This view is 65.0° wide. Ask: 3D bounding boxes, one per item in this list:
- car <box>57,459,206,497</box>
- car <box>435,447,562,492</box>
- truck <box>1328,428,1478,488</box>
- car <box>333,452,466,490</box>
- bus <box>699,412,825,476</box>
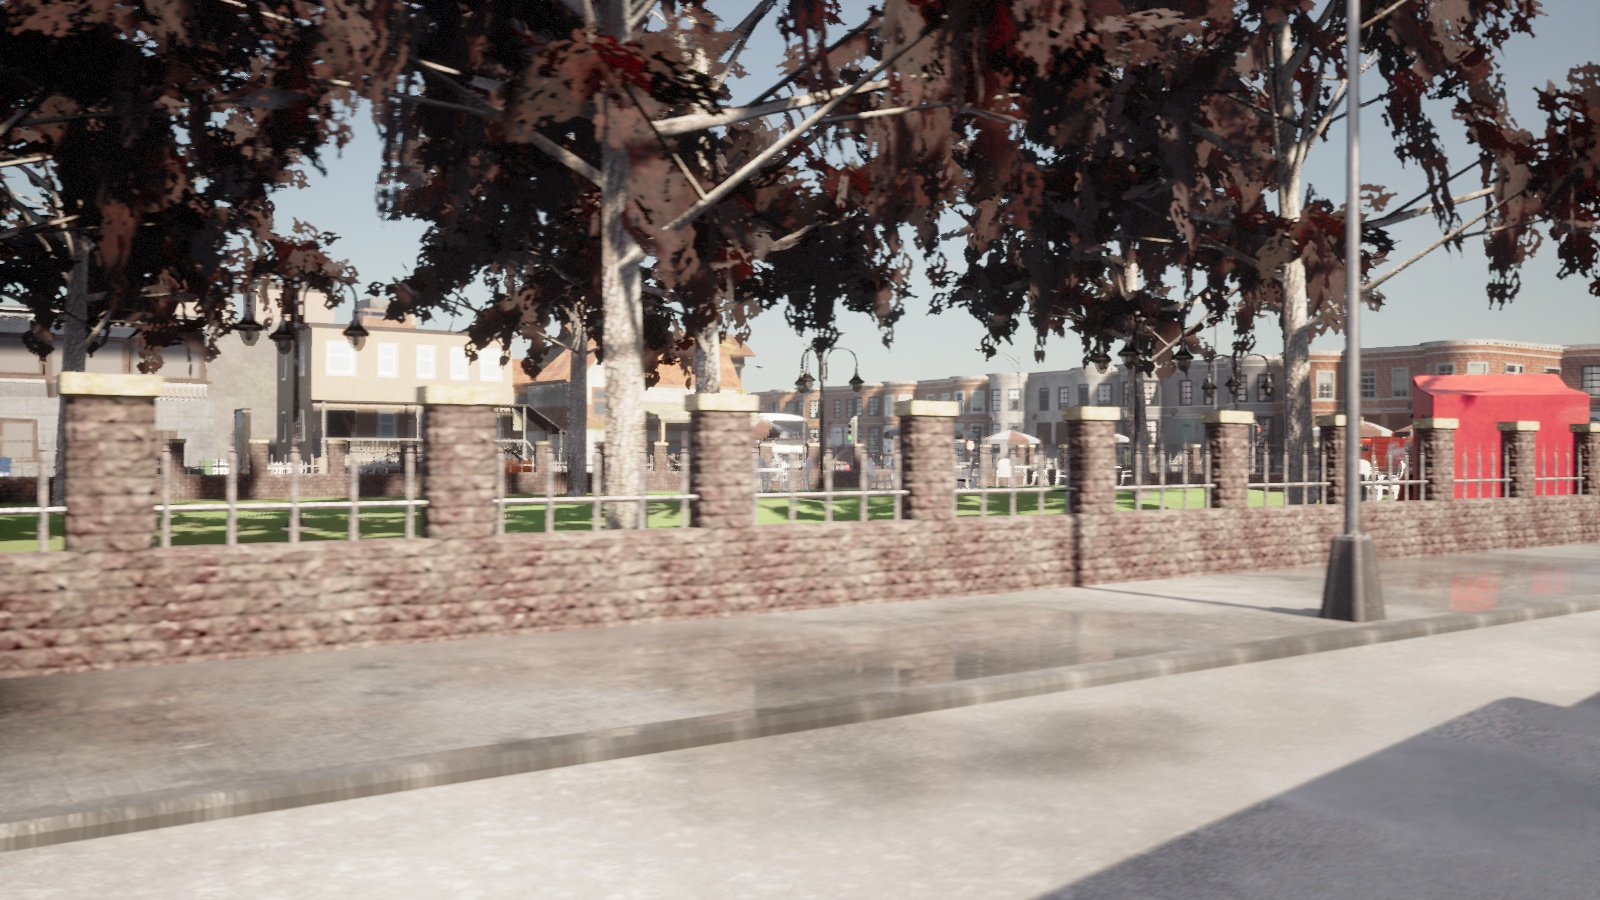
[{"bbox_3d":[-24.949,1.013,46.945,4.718,1.301,1.895,0,0,-35],"label":"car"},{"bbox_3d":[-12.203,0.754,50.926,4.553,1.767,2.097,0,0,-35],"label":"car"},{"bbox_3d":[25.929,0.337,54.166,2.627,2.467,5.204,0,0,-35],"label":"truck"},{"bbox_3d":[-16.769,0.865,52.626,4.902,1.511,2.128,0,0,-35],"label":"car"},{"bbox_3d":[-2.856,-0.408,88.627,3.944,4.253,10.273,0,0,-35],"label":"bus"}]
